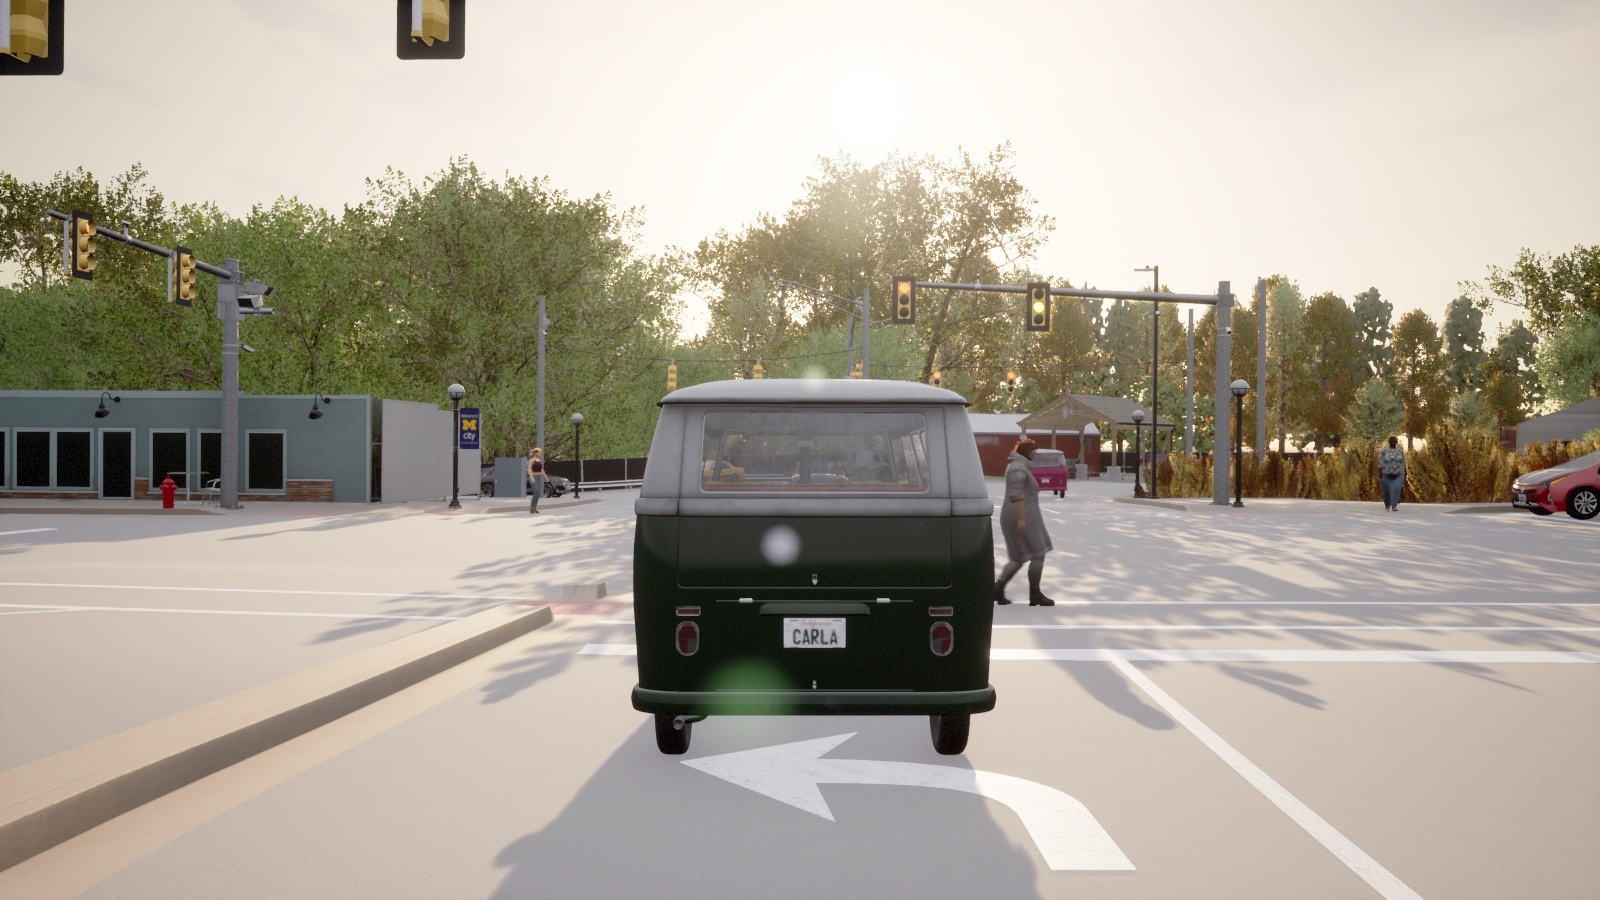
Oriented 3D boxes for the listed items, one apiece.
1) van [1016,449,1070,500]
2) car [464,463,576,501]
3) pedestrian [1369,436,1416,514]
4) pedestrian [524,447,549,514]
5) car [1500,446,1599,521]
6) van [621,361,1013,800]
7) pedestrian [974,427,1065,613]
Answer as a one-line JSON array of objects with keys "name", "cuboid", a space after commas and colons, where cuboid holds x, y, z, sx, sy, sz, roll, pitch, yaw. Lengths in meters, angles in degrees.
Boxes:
[{"name": "van", "cuboid": [10.011, 0.969, 52.071, 1.775, 1.987, 4.442, -1, 0, 6]}, {"name": "car", "cuboid": [-13.511, 1.533, 60.747, 4.856, 1.649, 2.033, -1, 1, 8]}, {"name": "pedestrian", "cuboid": [14.335, 0.589, 30.402, 0.874, 1.855, 0.900, 1, 0, 16]}, {"name": "pedestrian", "cuboid": [-7.307, 0.833, 34.809, 0.594, 1.836, 0.345, 1, 0, 30]}, {"name": "car", "cuboid": [17.983, 0.673, 27.175, 4.514, 1.525, 2.007, -1, 0, 4]}, {"name": "van", "cuboid": [0.063, 0.631, 7.930, 1.775, 1.987, 4.442, 0, -1, 0]}, {"name": "pedestrian", "cuboid": [2.365, 0.741, 13.613, 0.873, 1.952, 0.659, 1, 0, 4]}]
